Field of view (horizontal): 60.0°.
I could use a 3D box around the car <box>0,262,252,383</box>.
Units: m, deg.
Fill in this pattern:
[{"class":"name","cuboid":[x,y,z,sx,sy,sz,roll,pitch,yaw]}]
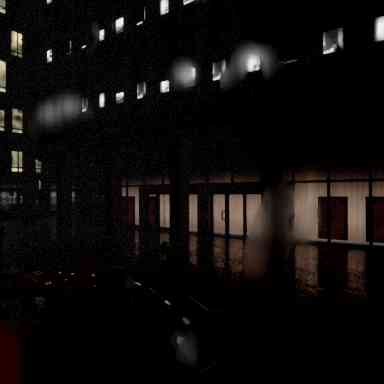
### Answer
[{"class":"car","cuboid":[-1.523,1.545,3.985,4.507,1.381,1.887,0,0,36]}]
